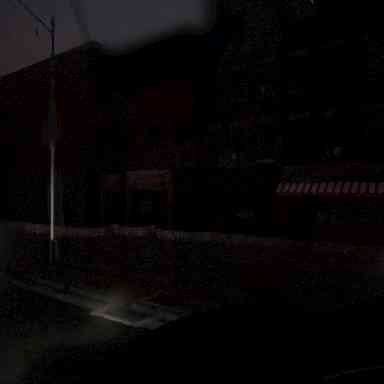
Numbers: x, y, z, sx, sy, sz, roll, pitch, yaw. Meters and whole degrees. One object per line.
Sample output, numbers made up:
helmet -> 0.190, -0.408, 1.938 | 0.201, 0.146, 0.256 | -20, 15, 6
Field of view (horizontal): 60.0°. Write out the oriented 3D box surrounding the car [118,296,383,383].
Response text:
car -> 1.632, 1.477, 2.116 | 5.008, 1.535, 1.882 | 0, 0, 36
